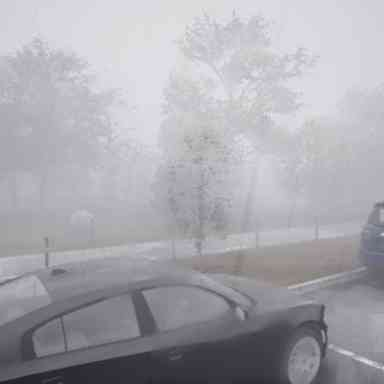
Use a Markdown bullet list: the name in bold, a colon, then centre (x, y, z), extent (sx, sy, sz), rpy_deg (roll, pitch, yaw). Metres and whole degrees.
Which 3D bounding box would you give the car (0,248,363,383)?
- **car**: centre (-0.583, 1.498, 3.633), extent (5.008, 1.535, 2.097), rpy_deg (0, 0, -33)

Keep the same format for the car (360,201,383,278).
- **car**: centre (6.736, 1.223, 8.791), extent (5.566, 2.045, 2.435), rpy_deg (0, 0, -33)
